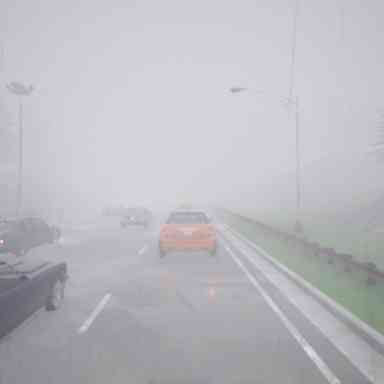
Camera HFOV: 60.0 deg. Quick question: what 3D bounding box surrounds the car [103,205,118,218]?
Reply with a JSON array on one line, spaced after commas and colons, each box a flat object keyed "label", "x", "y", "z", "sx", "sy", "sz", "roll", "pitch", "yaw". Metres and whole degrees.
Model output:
[{"label": "car", "x": -7.687, "y": 1.953, "z": 33.964, "sx": 1.895, "sy": 1.301, "sz": 4.718, "roll": 0, "pitch": 0, "yaw": -2}]

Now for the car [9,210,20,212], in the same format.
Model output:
[{"label": "car", "x": -10.835, "y": 1.827, "z": 21.237, "sx": 1.994, "sy": 1.385, "sz": 4.181, "roll": 0, "pitch": 0, "yaw": -1}]

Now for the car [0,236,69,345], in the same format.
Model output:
[{"label": "car", "x": -3.505, "y": 1.670, "z": 4.973, "sx": 1.895, "sy": 1.301, "sz": 4.718, "roll": 0, "pitch": 0, "yaw": -1}]

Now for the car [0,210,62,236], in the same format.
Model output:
[{"label": "car", "x": -7.164, "y": 1.718, "z": 13.645, "sx": 2.033, "sy": 1.411, "sz": 5.357, "roll": 0, "pitch": 0, "yaw": -1}]

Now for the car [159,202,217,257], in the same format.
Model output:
[{"label": "car", "x": -0.181, "y": 1.474, "z": 13.709, "sx": 2.097, "sy": 1.767, "sz": 4.553, "roll": 0, "pitch": -1, "yaw": -1}]

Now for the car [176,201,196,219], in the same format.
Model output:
[{"label": "car", "x": -0.697, "y": 1.783, "z": 34.229, "sx": 1.882, "sy": 1.535, "sz": 5.008, "roll": 0, "pitch": 0, "yaw": -2}]

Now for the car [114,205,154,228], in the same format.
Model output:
[{"label": "car", "x": -3.893, "y": 1.786, "z": 23.987, "sx": 2.033, "sy": 1.411, "sz": 5.357, "roll": 0, "pitch": 0, "yaw": -1}]
